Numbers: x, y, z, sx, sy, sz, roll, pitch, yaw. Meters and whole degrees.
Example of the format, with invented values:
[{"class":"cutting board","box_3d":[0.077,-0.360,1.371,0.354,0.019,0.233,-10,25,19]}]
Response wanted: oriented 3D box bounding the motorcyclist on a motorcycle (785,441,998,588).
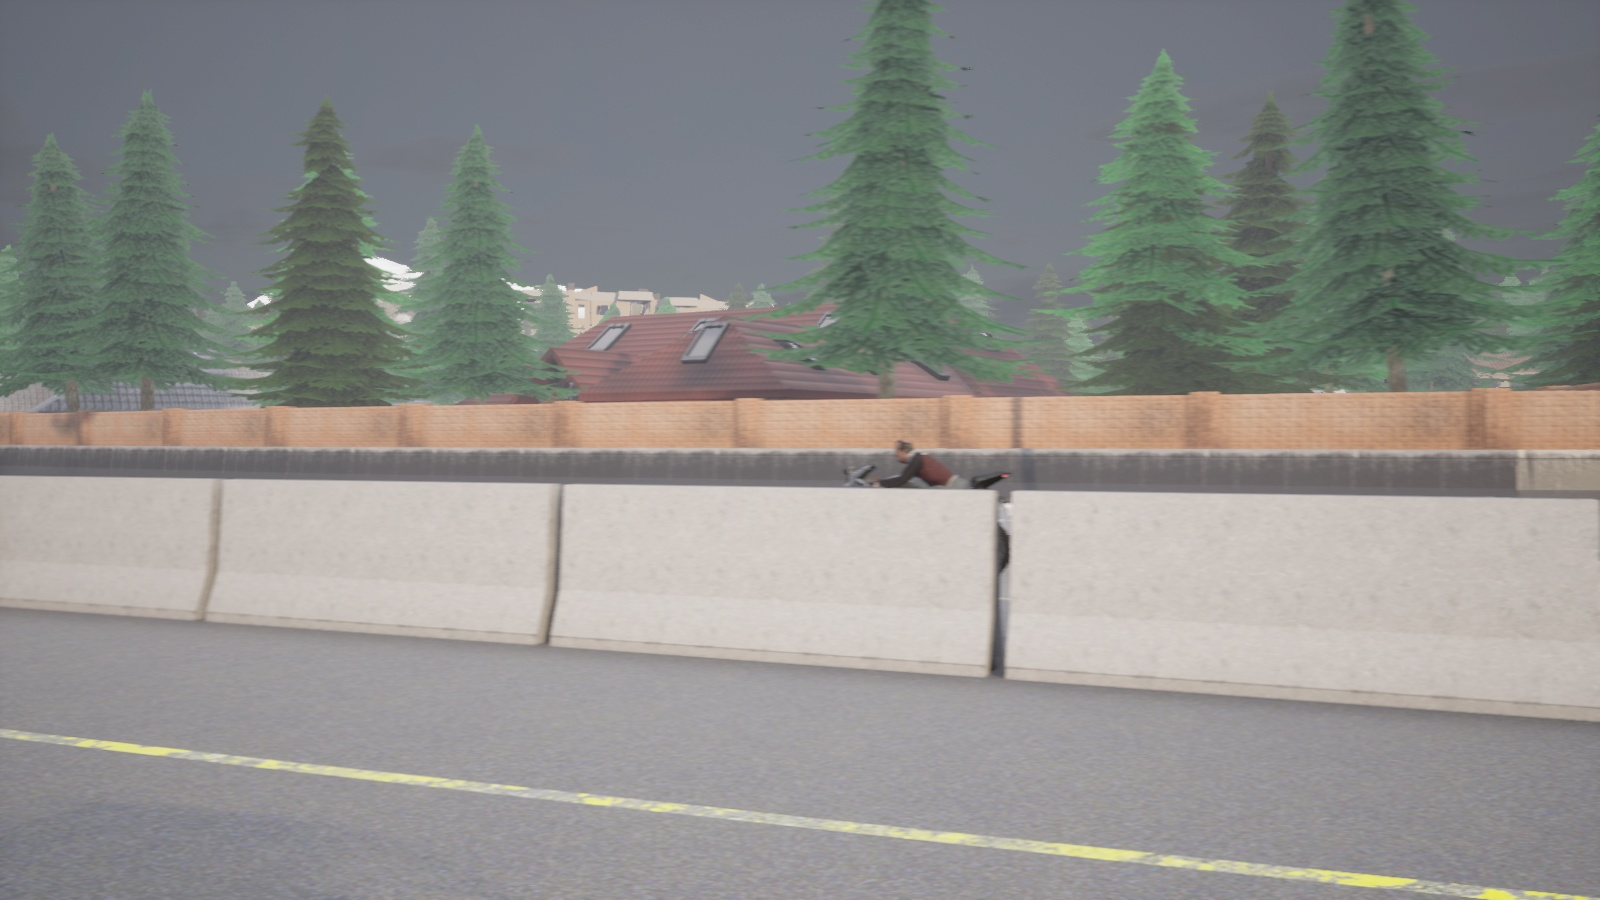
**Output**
[{"class":"motorcyclist on a motorcycle","box_3d":[1.020,0.671,13.950,2.191,1.530,0.866,1,0,20]}]
